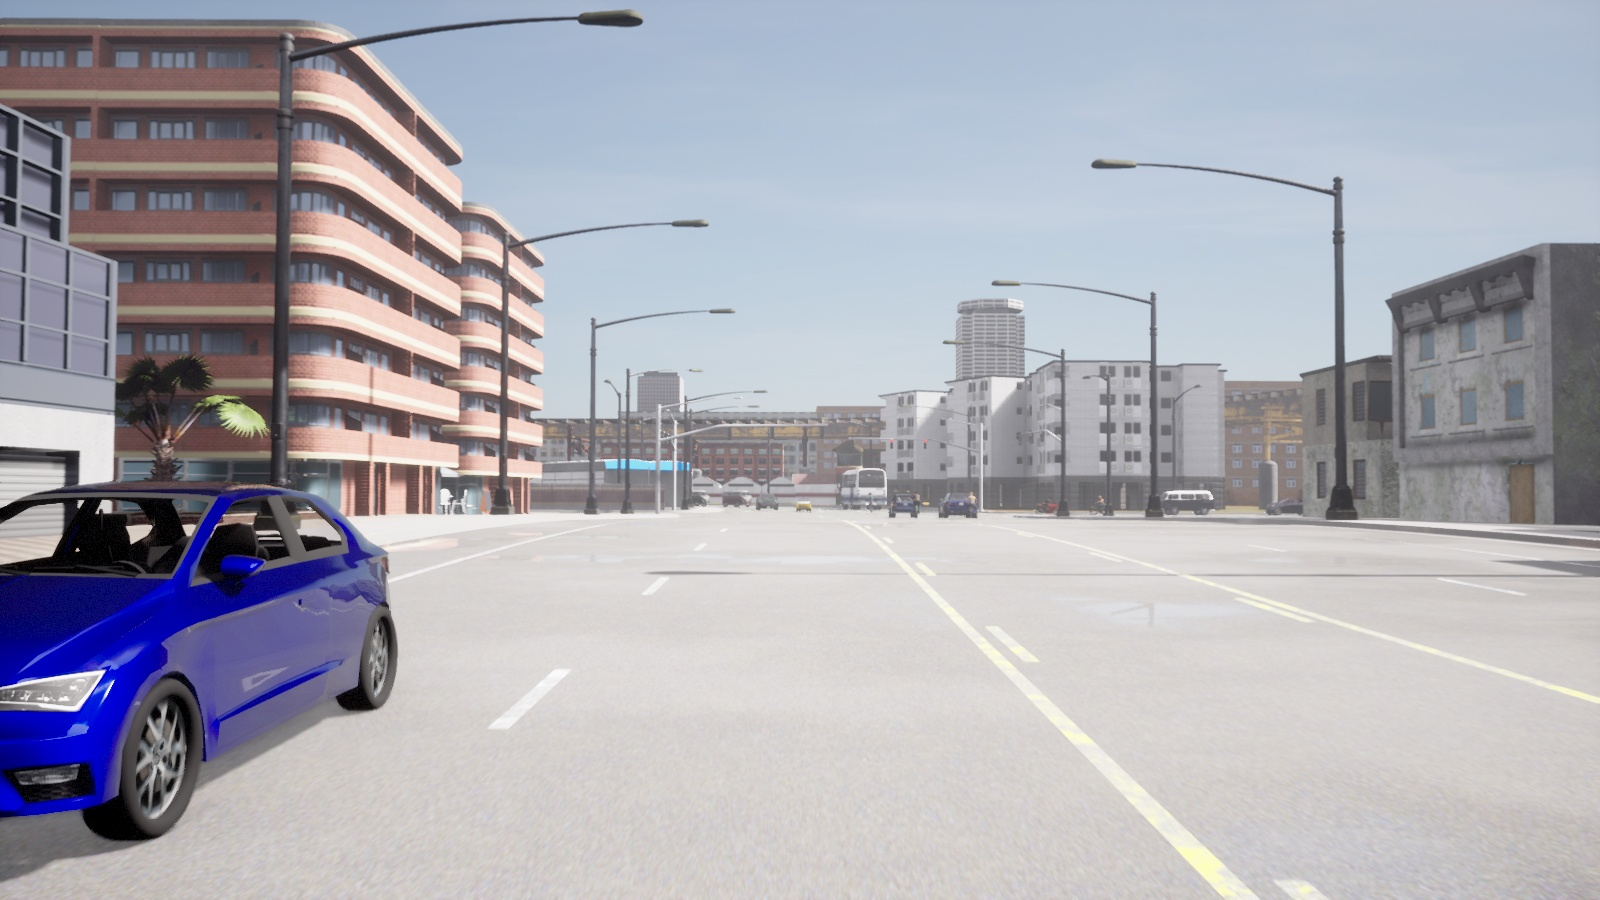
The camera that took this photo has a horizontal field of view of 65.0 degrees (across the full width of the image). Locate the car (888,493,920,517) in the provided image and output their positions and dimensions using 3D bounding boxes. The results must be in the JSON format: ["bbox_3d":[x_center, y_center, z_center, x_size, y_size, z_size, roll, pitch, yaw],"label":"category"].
[{"bbox_3d":[6.806,3.641,82.673,1.789,1.549,3.705,0,-3,0],"label":"car"}]

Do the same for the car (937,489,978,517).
[{"bbox_3d":[10.307,3.495,82.337,2.097,1.767,4.553,0,-3,0],"label":"car"}]

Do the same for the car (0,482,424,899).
[{"bbox_3d":[-3.516,0.938,6.633,1.816,1.474,4.193,0,-1,0],"label":"car"}]
